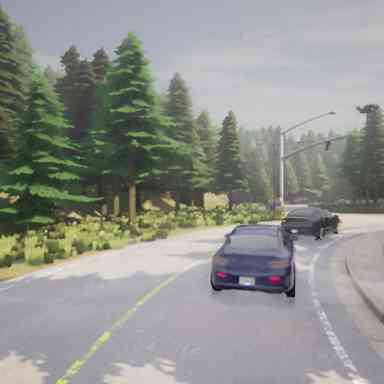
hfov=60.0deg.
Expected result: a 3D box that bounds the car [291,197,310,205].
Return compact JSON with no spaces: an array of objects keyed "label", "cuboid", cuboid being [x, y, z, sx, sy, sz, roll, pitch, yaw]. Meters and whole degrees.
[{"label":"car","cuboid":[20.826,1.753,63.625,4.902,1.511,2.128,0,0,-43]}]

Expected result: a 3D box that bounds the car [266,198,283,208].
[{"label":"car","cuboid":[13.363,1.749,53.808,1.812,1.442,4.674,0,0,26]}]

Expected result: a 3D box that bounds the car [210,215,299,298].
[{"label":"car","cuboid":[1.734,1.557,8.625,1.812,1.442,4.674,0,0,17]}]

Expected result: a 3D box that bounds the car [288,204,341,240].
[{"label":"car","cuboid":[6.346,1.571,17.475,1.837,1.490,4.892,0,0,39]}]

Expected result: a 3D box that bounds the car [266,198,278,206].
[{"label":"car","cuboid":[10.977,1.693,44.188,1.837,1.490,4.892,0,0,5]}]
